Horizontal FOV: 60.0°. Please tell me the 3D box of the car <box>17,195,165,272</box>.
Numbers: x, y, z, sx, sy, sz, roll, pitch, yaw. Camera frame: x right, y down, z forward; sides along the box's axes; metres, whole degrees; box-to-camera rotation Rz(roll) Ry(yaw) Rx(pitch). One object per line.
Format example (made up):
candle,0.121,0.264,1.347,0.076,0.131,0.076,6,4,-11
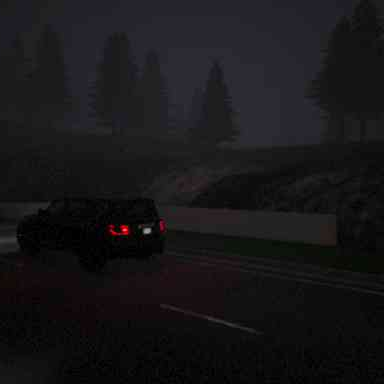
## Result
car,-3.383,1.101,10.699,5.566,2.045,2.150,1,1,36
